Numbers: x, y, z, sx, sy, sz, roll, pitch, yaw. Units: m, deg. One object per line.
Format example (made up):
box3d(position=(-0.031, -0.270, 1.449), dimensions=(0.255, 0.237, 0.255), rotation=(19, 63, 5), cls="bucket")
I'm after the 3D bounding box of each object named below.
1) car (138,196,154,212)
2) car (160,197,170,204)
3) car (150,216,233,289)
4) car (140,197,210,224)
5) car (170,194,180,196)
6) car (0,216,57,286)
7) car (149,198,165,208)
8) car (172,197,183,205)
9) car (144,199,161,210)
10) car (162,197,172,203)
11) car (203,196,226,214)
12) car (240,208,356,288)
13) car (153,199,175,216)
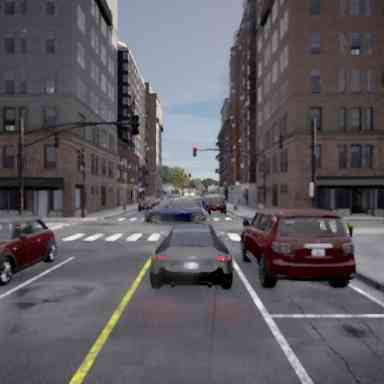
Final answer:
box3d(position=(-5.516, 1.459, 41.830), dimensions=(2.192, 1.841, 5.009), rotation=(0, 0, 0), cls="car")
box3d(position=(-5.570, 1.781, 69.347), dimensions=(1.887, 1.381, 4.507), rotation=(0, 0, 0), cls="car")
box3d(position=(0.004, 1.597, 9.310), dimensions=(1.994, 1.385, 4.181), rotation=(0, 0, 1), cls="car")
box3d(position=(-1.191, 1.436, 24.407), dimensions=(4.553, 1.767, 2.097), rotation=(0, 0, 0), cls="car")
box3d(position=(-2.897, 1.412, 55.476), dimensions=(2.150, 2.045, 5.566), rotation=(0, 0, 0), cls="car")
box3d(position=(-5.407, 1.472, 9.270), dimensions=(1.967, 1.590, 4.097), rotation=(0, 0, 0), cls="car")
box3d(position=(-5.538, 1.731, 52.836), dimensions=(2.008, 1.369, 4.403), rotation=(0, 0, 0), cls="car")
box3d(position=(-2.907, 1.789, 65.995), dimensions=(1.994, 1.385, 4.181), rotation=(0, 0, 0), cls="car")
box3d(position=(-5.527, 1.728, 47.332), dimensions=(1.947, 1.339, 4.313), rotation=(0, 0, 0), cls="car")
box3d(position=(-5.581, 1.800, 74.851), dimensions=(1.887, 1.381, 4.507), rotation=(0, 0, 0), cls="car")
box3d(position=(2.616, 1.440, 36.346), dimensions=(2.192, 1.841, 5.009), rotation=(0, 0, 0), cls="car")
box3d(position=(2.618, 1.348, 9.290), dimensions=(2.192, 1.841, 5.009), rotation=(0, 0, 0), cls="car")
box3d(position=(-2.928, 1.599, 35.359), dimensions=(1.882, 1.535, 5.008), rotation=(0, 0, 0), cls="car")
